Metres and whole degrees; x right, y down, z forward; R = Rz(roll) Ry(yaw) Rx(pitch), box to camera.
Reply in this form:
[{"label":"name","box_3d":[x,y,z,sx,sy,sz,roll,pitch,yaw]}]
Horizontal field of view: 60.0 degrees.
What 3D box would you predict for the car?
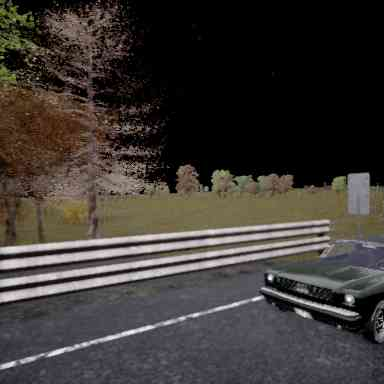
[{"label":"car","box_3d":[3.541,1.601,6.527,4.718,1.301,1.895,0,0,-36]}]
